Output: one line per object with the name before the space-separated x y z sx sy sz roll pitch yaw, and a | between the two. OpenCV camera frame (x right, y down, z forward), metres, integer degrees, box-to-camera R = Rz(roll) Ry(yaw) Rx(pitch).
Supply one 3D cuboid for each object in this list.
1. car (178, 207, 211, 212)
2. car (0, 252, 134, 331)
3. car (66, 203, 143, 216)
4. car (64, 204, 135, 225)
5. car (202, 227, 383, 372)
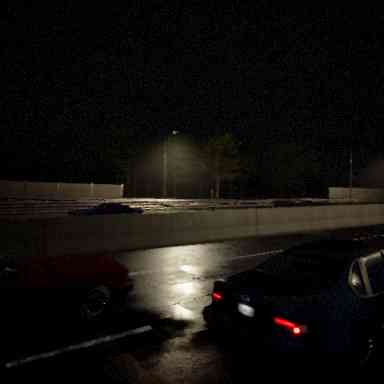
car | -0.138 1.614 21.089 4.718 1.301 1.895 0 0 -35
car | -3.444 1.601 5.588 4.718 1.301 1.895 0 0 -35
car | -5.559 1.485 21.520 5.008 1.535 1.882 0 0 -35
car | -6.869 1.609 24.886 4.718 1.301 1.895 0 0 -35
car | 2.726 1.552 5.690 5.357 1.411 2.033 0 0 -35
